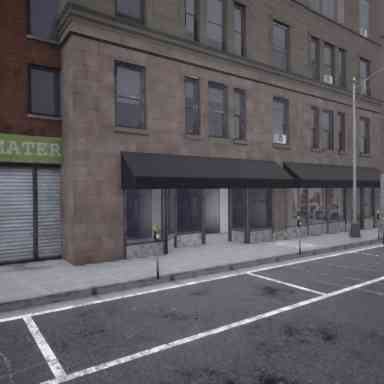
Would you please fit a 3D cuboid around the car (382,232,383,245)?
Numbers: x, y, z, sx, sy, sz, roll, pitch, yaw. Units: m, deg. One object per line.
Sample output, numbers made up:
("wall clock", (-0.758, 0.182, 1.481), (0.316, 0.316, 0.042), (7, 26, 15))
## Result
("car", (9.291, 1.540, 13.207), (4.507, 1.381, 1.887), (0, -1, -36))
